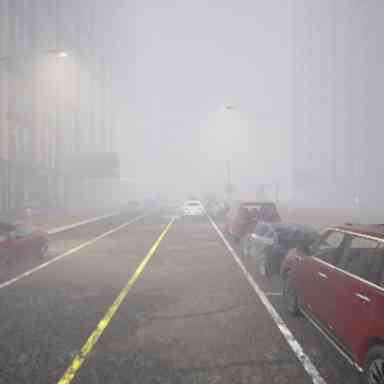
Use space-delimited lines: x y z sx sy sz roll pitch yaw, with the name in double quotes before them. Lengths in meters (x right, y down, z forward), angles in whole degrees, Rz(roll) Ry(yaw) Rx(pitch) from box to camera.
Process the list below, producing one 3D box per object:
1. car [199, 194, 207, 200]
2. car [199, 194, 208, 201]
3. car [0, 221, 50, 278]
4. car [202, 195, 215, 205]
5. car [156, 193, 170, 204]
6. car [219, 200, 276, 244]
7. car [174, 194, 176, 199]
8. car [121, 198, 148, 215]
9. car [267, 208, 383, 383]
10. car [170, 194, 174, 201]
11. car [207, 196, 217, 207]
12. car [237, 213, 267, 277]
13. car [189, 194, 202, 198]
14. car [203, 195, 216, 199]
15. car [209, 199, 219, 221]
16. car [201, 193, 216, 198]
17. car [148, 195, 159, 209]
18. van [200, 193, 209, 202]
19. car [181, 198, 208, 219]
"car" 2.685 1.315 82.072 1.752 1.417 4.829 0 0 0
"car" 2.686 1.244 76.363 1.967 1.590 4.097 0 0 0
"car" -5.687 1.557 9.890 1.802 1.307 4.206 0 0 0
"car" 2.688 1.302 54.206 1.967 1.590 4.097 0 0 0
"car" -5.692 1.163 59.743 2.192 1.841 5.009 0 0 0
"car" 2.693 1.276 15.431 2.192 1.841 5.009 0 0 0
"car" -5.697 1.305 92.979 1.887 1.381 4.507 0 0 0
"car" -5.690 1.501 32.048 1.802 1.307 4.206 0 0 0
"car" 2.694 1.304 4.352 2.192 1.841 5.009 0 0 0
"car" -5.695 1.349 76.362 1.887 1.381 4.507 0 0 0
"car" 2.691 1.444 32.219 1.752 1.417 4.829 0 0 0
"car" 2.693 1.541 9.892 1.947 1.339 4.313 0 0 0
"car" 0.094 1.411 45.389 1.812 1.442 4.674 0 0 0
"car" 2.689 1.457 43.127 1.947 1.339 4.313 0 0 0
"car" 2.691 1.484 26.510 2.008 1.369 4.403 0 0 0
"car" 2.690 1.192 48.666 2.192 1.841 5.009 0 0 0
"car" -5.691 1.473 43.126 1.802 1.307 4.206 0 0 0
"van" 2.687 1.160 70.823 1.690 1.788 3.998 0 0 0
"car" 0.096 1.456 27.809 1.812 1.442 4.674 0 0 0
